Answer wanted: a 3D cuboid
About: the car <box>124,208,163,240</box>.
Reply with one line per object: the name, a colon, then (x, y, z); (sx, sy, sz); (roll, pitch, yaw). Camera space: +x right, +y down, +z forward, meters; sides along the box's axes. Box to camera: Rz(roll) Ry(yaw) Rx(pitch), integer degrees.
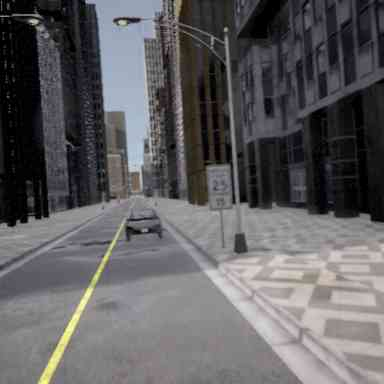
car: (-2.709, 1.674, 18.420); (2.128, 1.511, 4.902); (-4, 0, -10)
